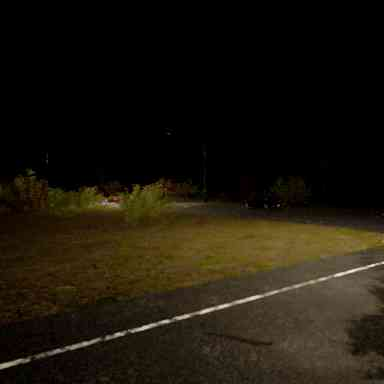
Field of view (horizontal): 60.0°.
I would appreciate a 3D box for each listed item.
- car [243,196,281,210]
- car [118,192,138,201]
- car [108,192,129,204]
[{"bbox_3d":[7.941,1.199,38.166,1.837,1.490,4.892,-1,1,-37],"label":"car"},{"bbox_3d":[-12.628,0.866,65.242,2.097,1.767,4.553,-1,1,-37],"label":"car"},{"bbox_3d":[-11.313,0.989,51.943,2.097,1.767,4.553,-1,1,-37],"label":"car"}]
